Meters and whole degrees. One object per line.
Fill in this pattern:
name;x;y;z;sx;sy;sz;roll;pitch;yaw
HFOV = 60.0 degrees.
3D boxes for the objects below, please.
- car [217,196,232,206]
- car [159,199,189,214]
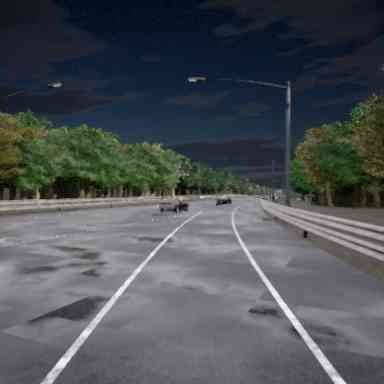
car;5.546;1.491;56.464;1.882;1.535;5.008;0;0;18
car;-1.778;1.479;35.007;2.128;1.511;4.902;0;0;20
